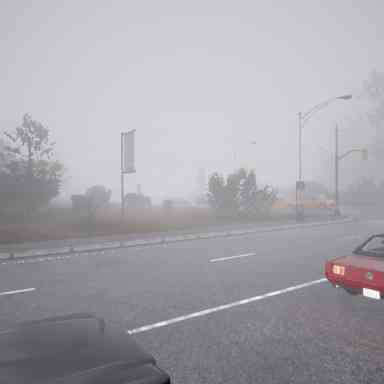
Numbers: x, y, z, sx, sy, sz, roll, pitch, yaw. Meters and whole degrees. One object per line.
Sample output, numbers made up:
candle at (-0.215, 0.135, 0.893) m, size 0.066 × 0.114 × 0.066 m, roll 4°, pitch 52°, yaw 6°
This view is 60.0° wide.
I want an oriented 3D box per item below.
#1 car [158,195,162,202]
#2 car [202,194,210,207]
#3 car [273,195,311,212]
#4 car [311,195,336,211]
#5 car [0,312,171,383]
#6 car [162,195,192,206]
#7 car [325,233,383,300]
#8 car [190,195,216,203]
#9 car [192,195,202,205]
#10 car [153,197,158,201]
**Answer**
car at (-3.501, 1.384, 58.756) m, size 1.895 × 1.301 × 4.718 m, roll -1°, pitch 0°, yaw -38°
car at (3.972, 1.282, 43.847) m, size 1.882 × 1.535 × 5.008 m, roll -1°, pitch 0°, yaw -39°
car at (9.941, 1.278, 36.437) m, size 1.882 × 1.535 × 5.008 m, roll -1°, pitch 0°, yaw -39°
car at (13.779, 1.122, 37.252) m, size 2.097 × 1.767 × 4.553 m, roll -1°, pitch 0°, yaw -39°
car at (-2.416, 1.601, 2.013) m, size 4.718 × 1.301 × 1.895 m, roll 0°, pitch 0°, yaw -36°
car at (-2.340, 1.373, 51.697) m, size 1.994 × 1.385 × 4.181 m, roll -1°, pitch 0°, yaw -39°
car at (5.107, 1.570, 7.407) m, size 4.718 × 1.301 × 1.895 m, roll 0°, pitch 0°, yaw -36°
car at (2.072, 1.271, 63.244) m, size 2.033 × 1.411 × 5.357 m, roll -1°, pitch 0°, yaw -38°
car at (2.685, 1.131, 51.037) m, size 2.097 × 1.767 × 4.553 m, roll -1°, pitch 0°, yaw -39°
car at (-6.677, 1.326, 74.030) m, size 1.895 × 1.301 × 4.718 m, roll -1°, pitch 0°, yaw -38°
